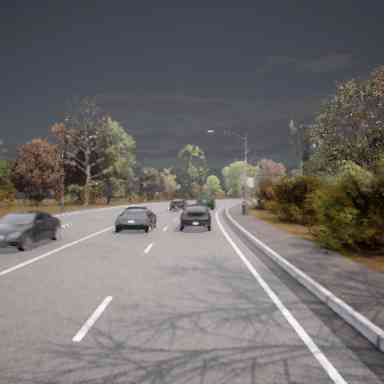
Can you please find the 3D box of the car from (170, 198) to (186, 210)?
[{"bbox_3d":[-1.614,1.553,42.723,1.837,1.490,4.892,0,0,8],"label":"car"}]

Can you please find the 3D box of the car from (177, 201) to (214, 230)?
[{"bbox_3d":[0.265,1.524,21.111,1.837,1.490,4.892,0,0,1],"label":"car"}]

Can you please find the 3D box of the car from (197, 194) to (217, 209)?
[{"bbox_3d":[1.913,1.274,42.895,2.150,2.045,5.566,0,0,8],"label":"car"}]

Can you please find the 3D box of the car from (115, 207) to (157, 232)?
[{"bbox_3d":[-3.263,1.580,20.057,1.994,1.385,4.181,0,0,1],"label":"car"}]

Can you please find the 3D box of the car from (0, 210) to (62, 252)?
[{"bbox_3d":[-7.046,1.533,14.004,1.812,1.442,4.674,0,0,1],"label":"car"}]
